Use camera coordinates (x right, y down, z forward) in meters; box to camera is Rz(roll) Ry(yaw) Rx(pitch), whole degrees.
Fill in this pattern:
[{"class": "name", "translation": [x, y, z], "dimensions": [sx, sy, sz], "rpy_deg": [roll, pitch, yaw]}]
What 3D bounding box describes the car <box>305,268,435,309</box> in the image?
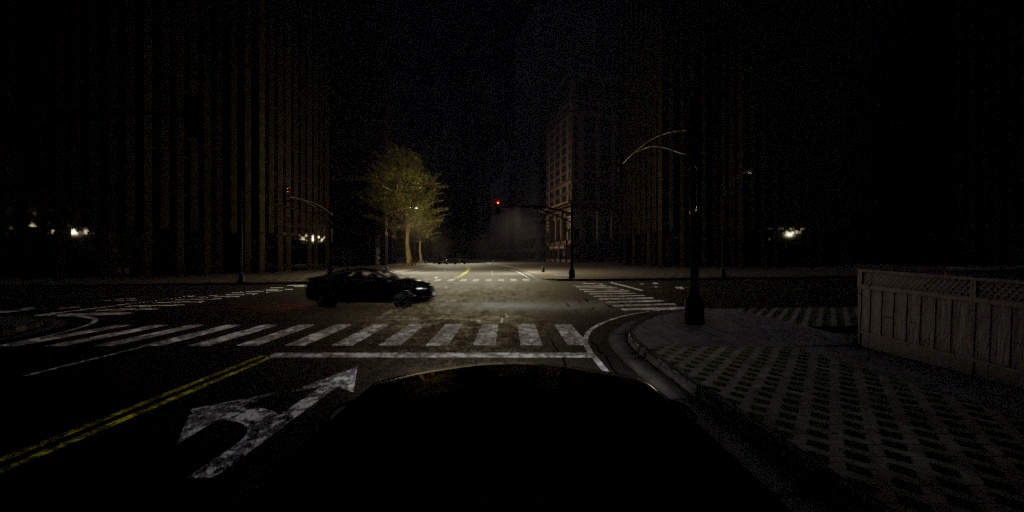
[{"class": "car", "translation": [-5.612, 1.242, 14.402], "dimensions": [4.902, 1.511, 2.128], "rpy_deg": [0, 0, 0]}]
